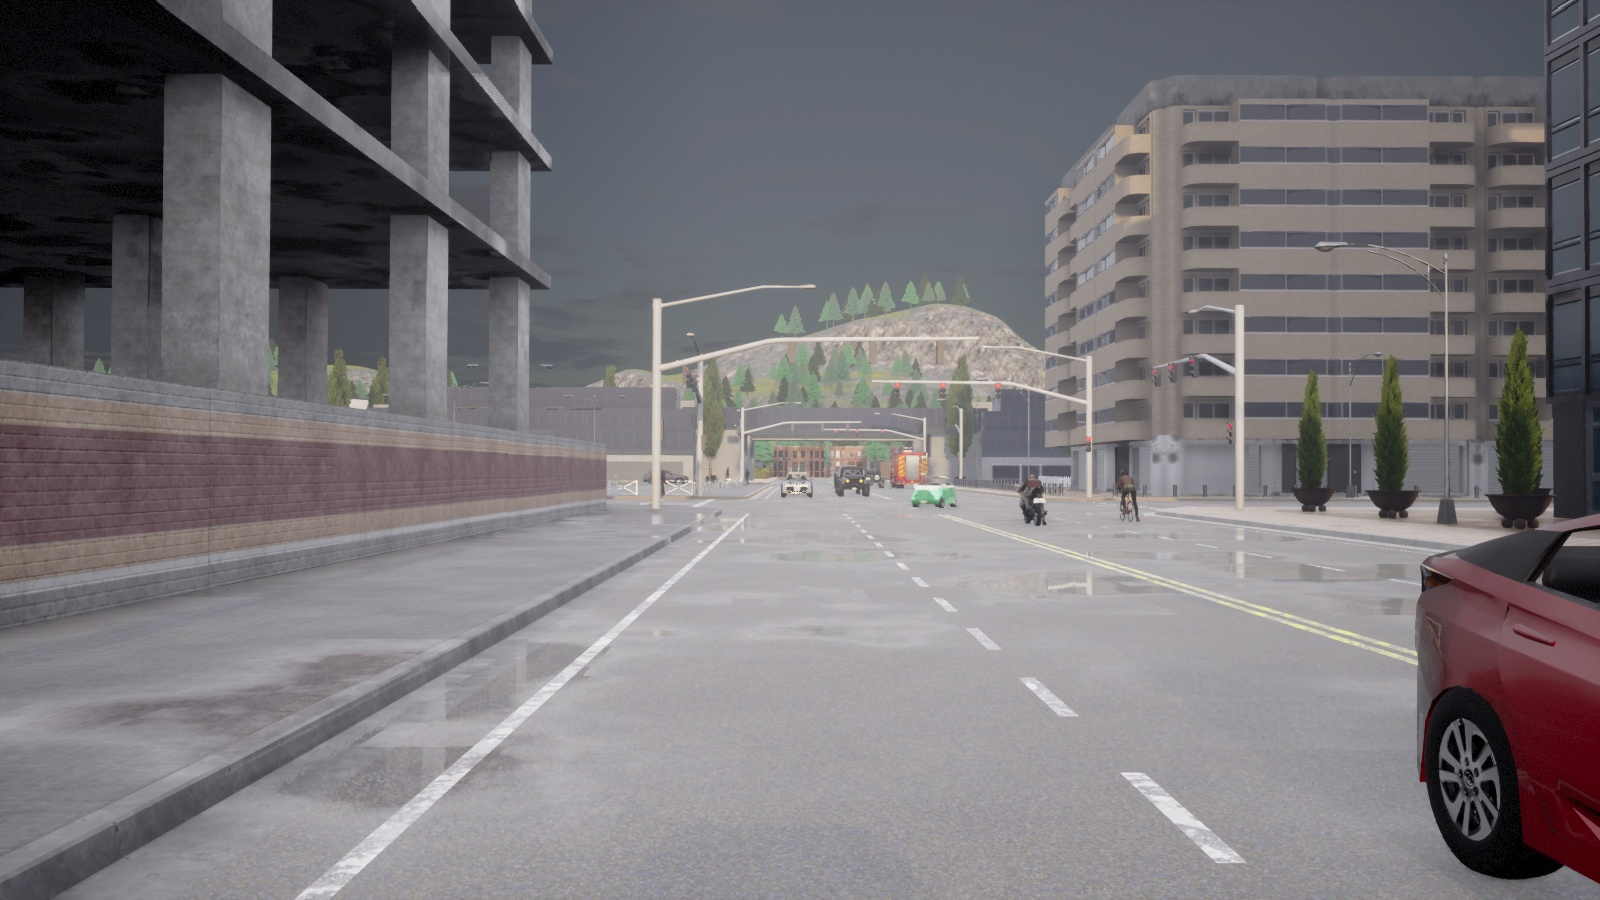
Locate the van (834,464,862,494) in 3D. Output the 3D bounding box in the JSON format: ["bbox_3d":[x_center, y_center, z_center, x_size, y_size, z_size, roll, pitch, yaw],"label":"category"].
[{"bbox_3d":[3.299,2.005,86.597,1.775,1.987,4.442,0,-1,0],"label":"van"}]

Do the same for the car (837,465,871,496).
[{"bbox_3d":[3.317,1.907,78.188,1.905,1.878,3.866,0,-1,0],"label":"car"}]

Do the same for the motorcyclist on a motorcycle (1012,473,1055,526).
[{"bbox_3d":[6.914,1.446,37.268,0.866,1.530,2.191,0,-1,0],"label":"motorcyclist on a motorcycle"}]

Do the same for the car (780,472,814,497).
[{"bbox_3d":[-0.174,2.047,75.606,1.970,1.475,3.806,0,-1,0],"label":"car"}]

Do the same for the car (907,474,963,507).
[{"bbox_3d":[5.739,1.707,53.116,1.481,1.376,2.207,-1,-2,34],"label":"car"}]

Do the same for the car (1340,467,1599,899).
[{"bbox_3d":[3.492,0.806,3.505,2.007,1.525,4.514,0,-1,0],"label":"car"}]
